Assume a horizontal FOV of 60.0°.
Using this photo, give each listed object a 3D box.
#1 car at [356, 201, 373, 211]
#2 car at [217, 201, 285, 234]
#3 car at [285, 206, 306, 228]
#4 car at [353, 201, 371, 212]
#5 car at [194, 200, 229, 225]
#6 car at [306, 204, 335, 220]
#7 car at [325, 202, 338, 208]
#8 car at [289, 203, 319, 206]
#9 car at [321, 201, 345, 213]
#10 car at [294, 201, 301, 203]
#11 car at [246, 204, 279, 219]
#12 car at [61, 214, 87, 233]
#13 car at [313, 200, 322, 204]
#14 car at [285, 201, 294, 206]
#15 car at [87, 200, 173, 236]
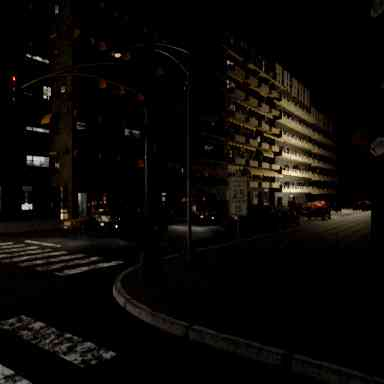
[{"bbox_3d":[33.163,2.622,63.818,2.192,1.841,5.009,-1,-2,35],"label":"car"},{"bbox_3d":[4.026,1.712,21.996,2.192,1.841,5.009,-1,-2,35],"label":"car"},{"bbox_3d":[7.265,2.044,26.636,1.887,1.381,4.507,-1,-2,35],"label":"car"},{"bbox_3d":[29.925,2.523,59.170,2.192,1.841,5.009,-1,-2,35],"label":"car"},{"bbox_3d":[2.376,1.729,29.671,2.150,2.045,5.566,0,-1,34],"label":"car"},{"bbox_3d":[13.740,2.284,35.929,1.802,1.307,4.206,-1,-2,35],"label":"car"},{"bbox_3d":[32.756,3.067,77.828,1.887,1.381,4.507,-1,-2,35],"label":"car"},{"bbox_3d":[13.744,2.374,40.387,1.895,1.301,4.718,0,-1,35],"label":"car"},{"bbox_3d":[22.555,2.555,53.034,1.837,1.490,4.892,0,-1,35],"label":"car"},{"bbox_3d":[16.567,2.341,54.598,2.192,1.841,5.009,-1,-2,35],"label":"car"},{"bbox_3d":[8.097,2.192,37.857,1.837,1.490,4.892,0,-1,35],"label":"car"},{"bbox_3d":[-6.192,1.834,21.924,1.752,1.417,4.829,-1,-2,35],"label":"car"},{"bbox_3d":[23.044,2.771,63.887,1.887,1.381,4.507,-1,-2,35],"label":"car"},{"bbox_3d":[13.233,2.447,49.806,1.752,1.417,4.829,-1,-2,35],"label":"car"},{"bbox_3d":[-3.526,1.541,21.198,2.150,2.045,5.566,0,-1,35],"label":"car"}]
